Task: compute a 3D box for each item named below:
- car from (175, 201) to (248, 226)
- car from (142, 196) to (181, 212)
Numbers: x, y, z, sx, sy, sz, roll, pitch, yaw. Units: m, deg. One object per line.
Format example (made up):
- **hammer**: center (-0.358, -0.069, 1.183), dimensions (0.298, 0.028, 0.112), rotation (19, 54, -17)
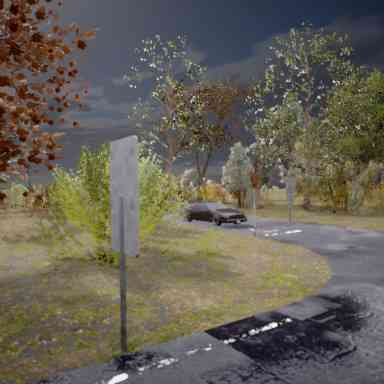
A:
- **car**: center (1.196, 1.330, 21.882), dimensions (2.033, 1.411, 5.357), rotation (-1, 1, -35)
- **car**: center (-3.031, 1.143, 32.844), dimensions (1.994, 1.385, 4.181), rotation (-1, 1, -35)
